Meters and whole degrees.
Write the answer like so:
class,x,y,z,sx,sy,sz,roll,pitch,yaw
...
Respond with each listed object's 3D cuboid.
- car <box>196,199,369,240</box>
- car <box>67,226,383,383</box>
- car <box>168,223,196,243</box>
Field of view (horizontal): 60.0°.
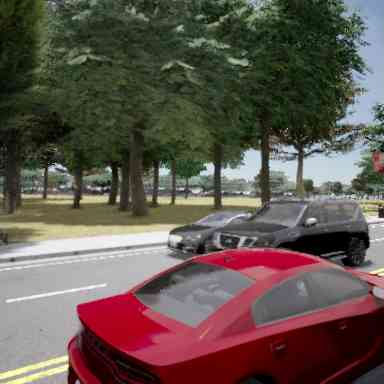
class,x,y,z,sx,sy,sz,roll,pitch,yaw
car,3.076,1.234,9.873,5.566,2.045,2.150,0,0,-36
car,1.087,1.481,4.217,5.008,1.535,1.882,0,0,-36
car,1.370,1.505,12.649,4.902,1.511,2.128,0,0,-36
